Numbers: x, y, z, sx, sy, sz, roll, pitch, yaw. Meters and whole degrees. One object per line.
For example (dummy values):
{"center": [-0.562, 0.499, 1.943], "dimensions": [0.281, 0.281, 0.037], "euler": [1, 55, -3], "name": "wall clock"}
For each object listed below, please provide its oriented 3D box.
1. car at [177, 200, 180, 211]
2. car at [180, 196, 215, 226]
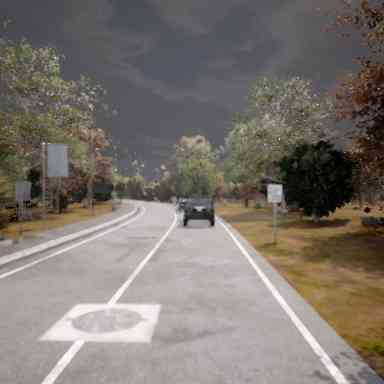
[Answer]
{"center": [-0.901, 1.622, 43.276], "dimensions": [1.882, 1.535, 5.008], "euler": [1, 0, -7], "name": "car"}
{"center": [0.467, 1.295, 24.469], "dimensions": [2.150, 2.045, 5.566], "euler": [0, -1, 0], "name": "car"}
